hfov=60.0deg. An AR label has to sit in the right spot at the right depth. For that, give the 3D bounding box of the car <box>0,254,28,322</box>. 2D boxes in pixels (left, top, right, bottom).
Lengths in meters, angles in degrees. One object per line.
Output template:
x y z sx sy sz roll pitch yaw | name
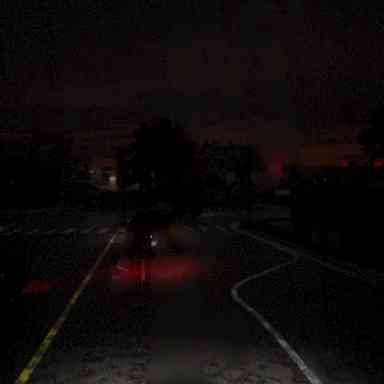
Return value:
-4.021 1.582 4.511 2.033 1.411 5.357 0 0 -7 | car

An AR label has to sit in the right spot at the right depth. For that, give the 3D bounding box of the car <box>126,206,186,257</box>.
-1.586 1.540 13.312 1.882 1.535 5.008 0 0 -8 | car

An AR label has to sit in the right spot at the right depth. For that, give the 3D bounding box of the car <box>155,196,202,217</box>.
-1.222 1.383 32.229 2.150 2.045 5.566 -1 -1 34 | car
